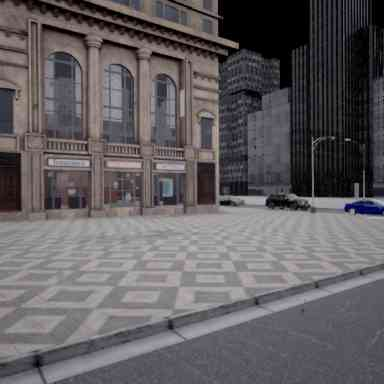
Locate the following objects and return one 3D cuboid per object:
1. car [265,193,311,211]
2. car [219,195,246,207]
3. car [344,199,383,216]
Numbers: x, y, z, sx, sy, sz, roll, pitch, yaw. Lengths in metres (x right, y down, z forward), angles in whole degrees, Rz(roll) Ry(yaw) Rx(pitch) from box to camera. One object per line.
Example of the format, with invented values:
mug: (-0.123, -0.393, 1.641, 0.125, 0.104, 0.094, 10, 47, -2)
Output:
car: (11.111, 1.141, 38.976, 2.150, 2.045, 5.566, -1, 0, -34)
car: (5.555, 1.245, 47.218, 2.097, 1.767, 4.553, -1, 0, -34)
car: (16.698, 1.426, 30.714, 1.882, 1.535, 5.008, -1, 1, -35)
